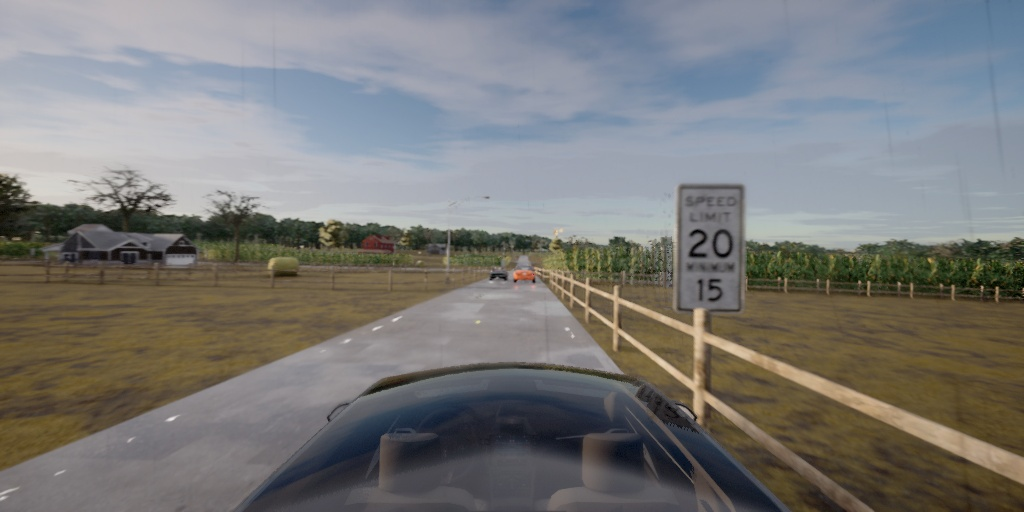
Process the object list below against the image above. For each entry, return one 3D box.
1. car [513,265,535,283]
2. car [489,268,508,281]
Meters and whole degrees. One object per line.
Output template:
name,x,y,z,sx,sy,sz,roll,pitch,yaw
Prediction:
car,1.260,1.719,35.784,2.097,1.767,4.553,1,-1,3
car,-1.419,2.020,39.306,1.895,1.301,4.718,1,-1,2
